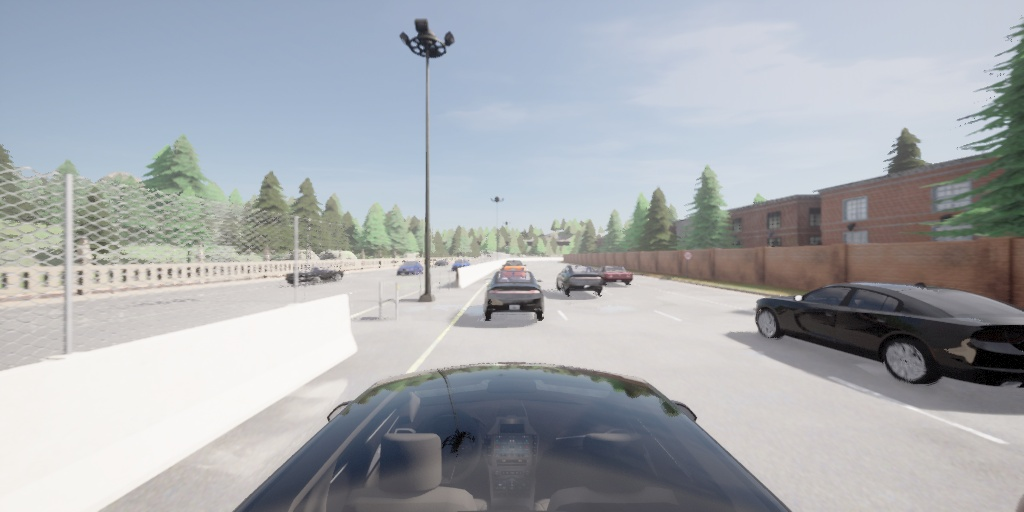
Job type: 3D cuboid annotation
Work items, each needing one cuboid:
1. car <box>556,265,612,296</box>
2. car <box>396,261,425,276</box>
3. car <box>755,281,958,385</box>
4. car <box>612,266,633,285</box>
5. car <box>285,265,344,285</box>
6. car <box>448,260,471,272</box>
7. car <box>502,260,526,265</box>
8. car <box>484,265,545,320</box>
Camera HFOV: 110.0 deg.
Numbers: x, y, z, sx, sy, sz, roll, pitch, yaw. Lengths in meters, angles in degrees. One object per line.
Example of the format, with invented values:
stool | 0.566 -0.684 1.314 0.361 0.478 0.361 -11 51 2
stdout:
car | 3.526 1.246 19.340 2.128 1.511 4.902 0 0 0
car | -10.387 1.285 37.031 1.812 1.442 4.674 0 0 1
car | 7.087 1.229 7.050 1.882 1.535 5.008 0 0 0
car | 7.080 1.357 25.785 1.895 1.301 4.718 0 0 1
car | -14.124 1.357 25.944 1.895 1.301 4.718 0 0 1
car | -6.637 1.239 47.156 1.882 1.535 5.008 0 0 2
car | 0.178 1.109 30.607 2.097 1.767 4.553 0 0 1
car | 0.050 1.245 12.605 2.128 1.511 4.902 0 0 0
